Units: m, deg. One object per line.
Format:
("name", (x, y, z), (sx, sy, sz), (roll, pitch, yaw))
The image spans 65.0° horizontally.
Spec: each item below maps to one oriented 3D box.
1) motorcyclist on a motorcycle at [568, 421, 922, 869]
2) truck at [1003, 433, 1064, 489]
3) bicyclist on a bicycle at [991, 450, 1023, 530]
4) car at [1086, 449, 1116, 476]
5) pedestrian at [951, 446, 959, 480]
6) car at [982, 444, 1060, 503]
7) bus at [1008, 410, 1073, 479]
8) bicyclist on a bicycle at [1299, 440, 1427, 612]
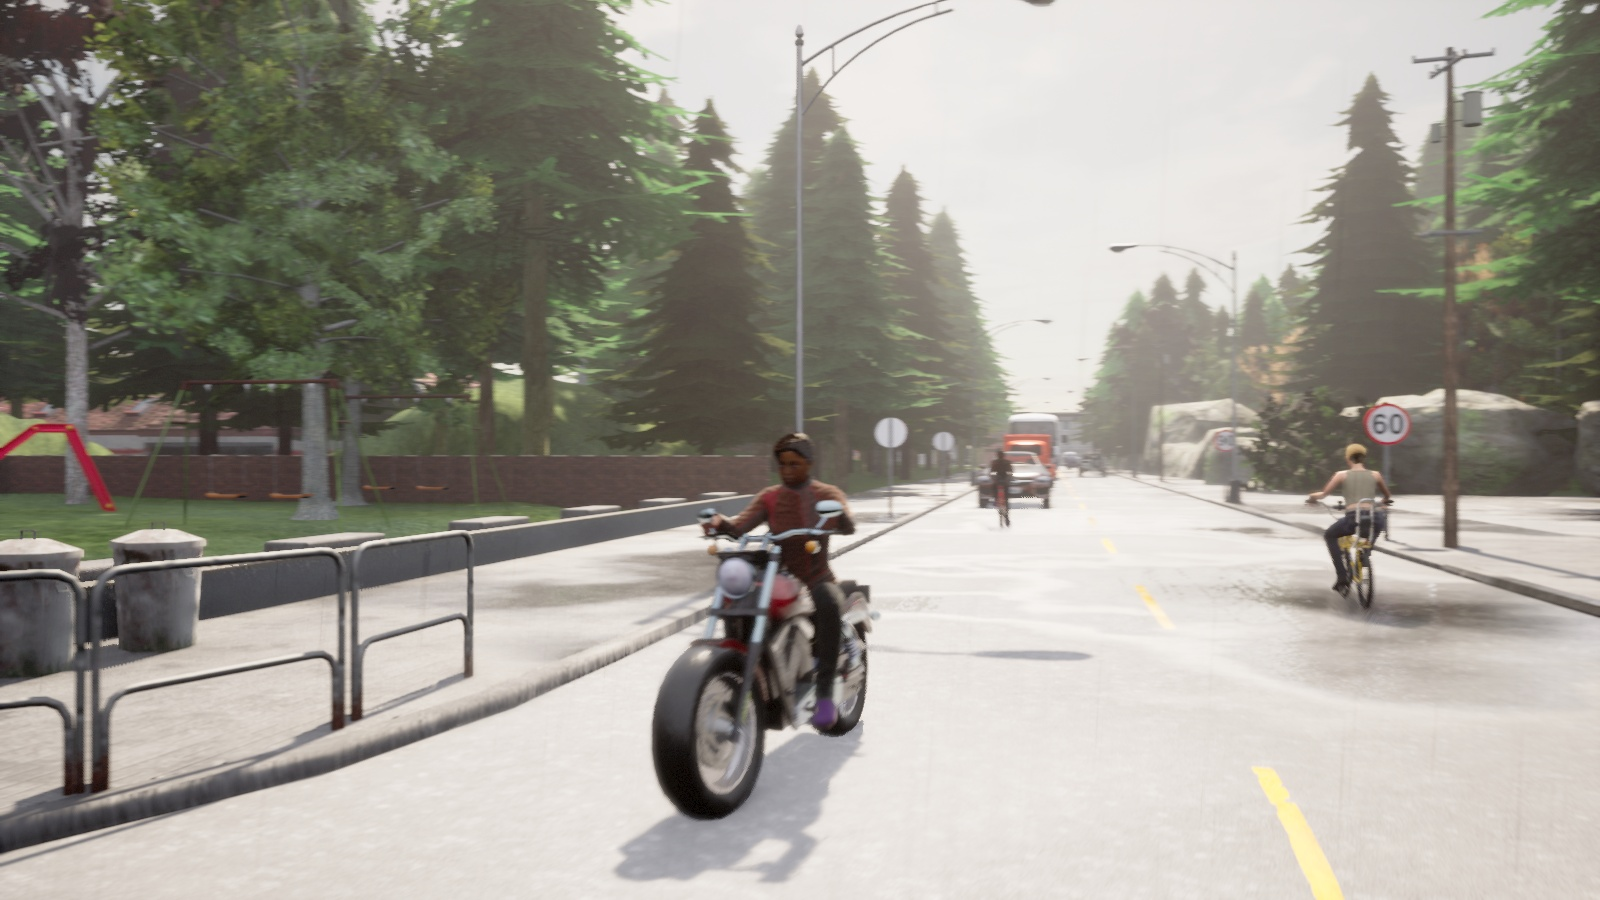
("motorcyclist on a motorcycle", (-0.122, 0.723, 5.859), (0.766, 1.649, 2.350), (-1, 0, 20))
("truck", (10.754, 0.483, 57.569), (2.627, 2.467, 5.204), (0, 0, 12))
("bicyclist on a bicycle", (4.308, 0.803, 26.053), (0.582, 1.620, 1.656), (0, 0, 12))
("car", (21.416, 0.900, 89.546), (1.932, 1.855, 4.605), (0, 0, 12))
("pedestrian", (8.998, 0.762, 72.901), (0.396, 1.930, 0.692), (0, 0, 6))
("car", (6.707, 0.674, 37.802), (2.152, 1.651, 5.027), (0, 0, 12))
("bus", (15.906, -0.305, 82.638), (3.944, 4.253, 10.273), (0, 0, 12))
("bicyclist on a bicycle", (5.628, 0.719, 12.643), (0.866, 1.612, 1.509), (0, 0, 12))
